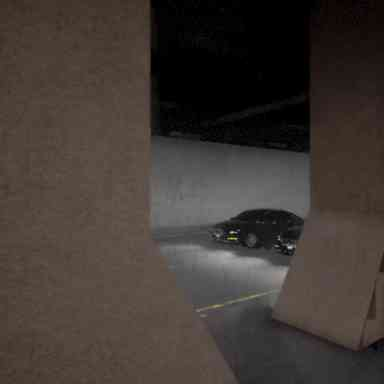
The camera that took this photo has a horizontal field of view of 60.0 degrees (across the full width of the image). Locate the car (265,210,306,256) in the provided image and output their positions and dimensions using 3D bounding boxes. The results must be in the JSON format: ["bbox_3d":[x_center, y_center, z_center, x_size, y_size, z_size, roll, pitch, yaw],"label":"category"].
[{"bbox_3d":[5.065,1.500,11.908,4.892,1.490,1.837,0,0,-36],"label":"car"}]

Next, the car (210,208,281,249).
[{"bbox_3d":[3.018,1.499,14.748,4.892,1.490,1.837,0,0,-36],"label":"car"}]
